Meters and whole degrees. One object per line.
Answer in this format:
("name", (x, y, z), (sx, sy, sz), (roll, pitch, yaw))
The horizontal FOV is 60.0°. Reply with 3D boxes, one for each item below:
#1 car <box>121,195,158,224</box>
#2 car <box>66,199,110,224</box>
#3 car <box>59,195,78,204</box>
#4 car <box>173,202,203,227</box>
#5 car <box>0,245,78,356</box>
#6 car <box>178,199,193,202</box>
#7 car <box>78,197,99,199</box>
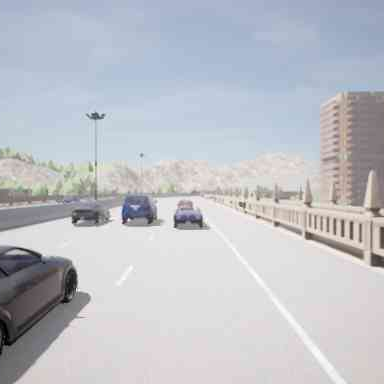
("car", (-3.848, 1.203, 24.877), (2.150, 2.045, 5.566), (0, 0, -2))
("car", (-7.339, 1.487, 24.419), (1.837, 1.490, 4.892), (0, 0, -2))
("car", (-18.696, 1.248, 50.995), (1.882, 1.535, 5.008), (0, 0, -2))
("car", (-0.287, 1.584, 22.687), (1.895, 1.301, 4.718), (0, 0, -2))
("car", (-3.435, 1.560, 5.506), (1.994, 1.385, 4.181), (0, 0, 0))
("car", (-0.779, 1.535, 40.073), (1.994, 1.385, 4.181), (0, 0, -2))
("car", (-15.192, 1.511, 50.775), (2.033, 1.411, 5.357), (0, 0, -2))
